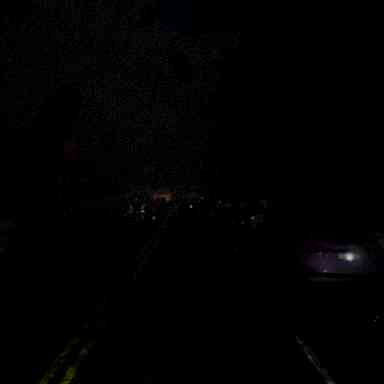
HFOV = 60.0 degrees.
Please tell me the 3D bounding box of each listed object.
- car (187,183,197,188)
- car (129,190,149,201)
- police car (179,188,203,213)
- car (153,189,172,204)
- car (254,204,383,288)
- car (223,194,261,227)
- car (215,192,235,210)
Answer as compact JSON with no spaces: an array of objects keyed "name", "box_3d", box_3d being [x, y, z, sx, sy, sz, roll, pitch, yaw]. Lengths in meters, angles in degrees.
[{"name":"car","box_3d":[0.101,-0.269,57.523,1.812,1.442,4.674,0,2,0]},{"name":"car","box_3d":[-6.583,0.440,41.560,1.895,1.301,4.718,0,2,0]},{"name":"police car","box_3d":[-0.055,0.808,28.316,1.930,1.638,5.238,0,3,0]},{"name":"car","box_3d":[-3.338,0.465,37.928,1.882,1.535,5.008,0,2,0]},{"name":"car","box_3d":[3.251,1.365,9.125,2.033,1.649,4.856,0,1,0]},{"name":"car","box_3d":[3.253,1.162,20.111,1.882,1.535,5.008,0,2,0]},{"name":"car","box_3d":[3.255,0.771,31.103,1.837,1.490,4.892,0,2,0]}]
